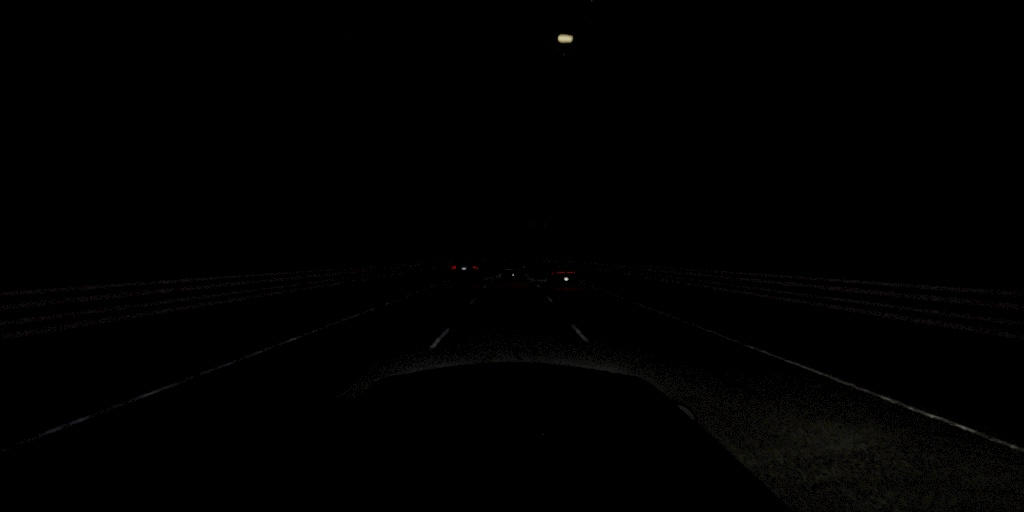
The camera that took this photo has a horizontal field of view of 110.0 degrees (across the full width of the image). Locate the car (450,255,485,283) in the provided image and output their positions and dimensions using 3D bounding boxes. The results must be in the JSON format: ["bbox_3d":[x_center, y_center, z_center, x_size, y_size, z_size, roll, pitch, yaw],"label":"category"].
[{"bbox_3d":[-3.404,0.980,28.121,2.150,2.045,5.566,0,0,0],"label":"car"}]

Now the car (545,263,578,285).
[{"bbox_3d":[3.595,1.263,26.171,1.837,1.490,4.892,0,0,0],"label":"car"}]

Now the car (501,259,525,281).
[{"bbox_3d":[0.099,1.251,30.239,2.128,1.511,4.902,0,0,0],"label":"car"}]
